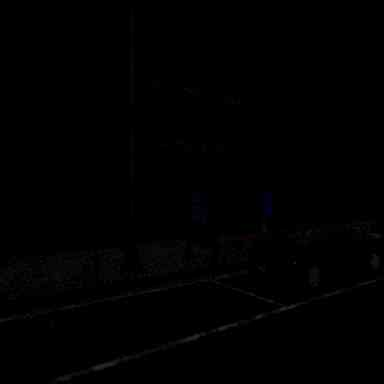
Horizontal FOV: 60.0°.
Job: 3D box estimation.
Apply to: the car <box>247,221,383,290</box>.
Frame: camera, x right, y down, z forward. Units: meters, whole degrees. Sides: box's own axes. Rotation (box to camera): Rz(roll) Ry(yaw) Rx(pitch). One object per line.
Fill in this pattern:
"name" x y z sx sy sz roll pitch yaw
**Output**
"car" 3.457 1.531 9.011 4.507 1.381 1.887 0 0 -36
